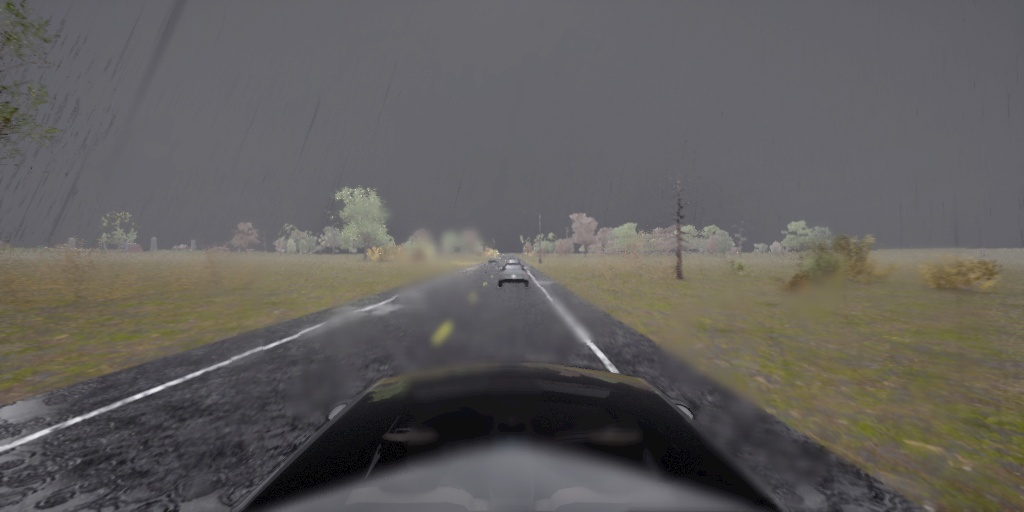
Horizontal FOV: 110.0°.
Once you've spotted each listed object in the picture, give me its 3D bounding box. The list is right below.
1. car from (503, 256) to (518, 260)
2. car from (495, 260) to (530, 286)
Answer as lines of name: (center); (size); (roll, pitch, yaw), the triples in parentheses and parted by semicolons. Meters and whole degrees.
car: (0.104, 1.013, 41.267); (2.033, 1.411, 5.357); (0, 0, 0)
car: (0.102, 1.159, 23.430); (1.994, 1.385, 4.181); (0, 0, 0)
